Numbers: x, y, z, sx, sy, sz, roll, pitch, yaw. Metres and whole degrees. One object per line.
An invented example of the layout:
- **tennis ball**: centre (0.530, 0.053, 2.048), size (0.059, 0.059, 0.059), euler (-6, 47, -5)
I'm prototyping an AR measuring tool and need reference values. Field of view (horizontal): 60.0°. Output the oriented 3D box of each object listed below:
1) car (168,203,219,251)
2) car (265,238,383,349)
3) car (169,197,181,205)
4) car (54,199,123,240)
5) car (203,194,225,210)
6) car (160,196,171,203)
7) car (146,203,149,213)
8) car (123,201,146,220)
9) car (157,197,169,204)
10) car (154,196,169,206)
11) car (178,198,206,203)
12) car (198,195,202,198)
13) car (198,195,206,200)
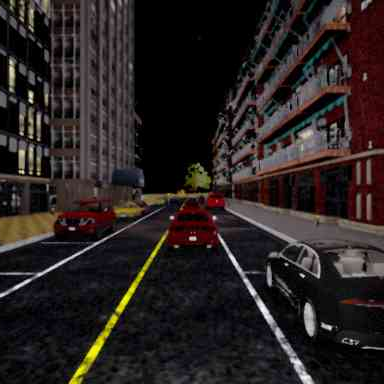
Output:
- **car**: centre (0.049, 1.476, 14.145), size (1.882, 1.535, 5.008), euler (0, 0, 0)
- **car**: centre (2.565, 1.550, 6.247), size (2.008, 1.369, 4.403), euler (0, 0, 0)
- **car**: centre (-2.817, 1.533, 59.094), size (2.033, 1.411, 5.357), euler (0, 0, 1)
- **car**: centre (-5.320, 1.312, 17.256), size (2.192, 1.841, 5.009), euler (0, 0, 0)
- **car**: centre (2.961, 1.220, 42.204), size (2.150, 2.045, 5.566), euler (0, 0, 0)
- **car**: centre (-5.345, 1.508, 66.883), size (1.752, 1.417, 4.829), euler (0, 0, 0)
- **car**: centre (-5.329, 1.576, 33.855), size (1.802, 1.307, 4.206), euler (0, 0, 0)
- **car**: centre (-5.326, 1.521, 28.152), size (1.752, 1.417, 4.829), euler (0, 0, 0)
- **car**: centre (-5.343, 1.550, 61.520), size (1.947, 1.339, 4.313), euler (0, 0, 0)
- **car**: centre (-5.339, 1.512, 55.817), size (1.752, 1.417, 4.829), euler (0, 0, 0)
- **car**: centre (0.036, 1.521, 28.562), size (1.812, 1.442, 4.674), euler (0, 0, 0)
- **car**: centre (2.527, 1.559, 83.623), size (1.802, 1.307, 4.206), euler (0, 0, 0)
- **car**: centre (2.525, 1.526, 89.150), size (2.008, 1.369, 4.403), euler (0, 0, 0)
